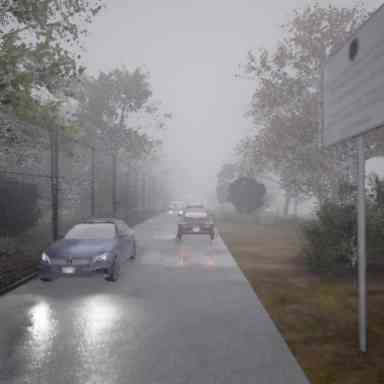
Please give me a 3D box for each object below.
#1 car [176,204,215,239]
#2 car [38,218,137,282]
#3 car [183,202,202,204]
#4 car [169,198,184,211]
[{"bbox_3d":[0.203,1.599,17.810,1.812,1.442,4.674,0,0,0],"label":"car"},{"bbox_3d":[-2.806,1.547,9.942,1.812,1.442,4.674,0,0,0],"label":"car"},{"bbox_3d":[0.329,1.791,36.019,1.882,1.535,5.008,0,-1,0],"label":"car"},{"bbox_3d":[-2.409,1.903,52.850,2.150,2.045,5.566,0,-1,1],"label":"car"}]
